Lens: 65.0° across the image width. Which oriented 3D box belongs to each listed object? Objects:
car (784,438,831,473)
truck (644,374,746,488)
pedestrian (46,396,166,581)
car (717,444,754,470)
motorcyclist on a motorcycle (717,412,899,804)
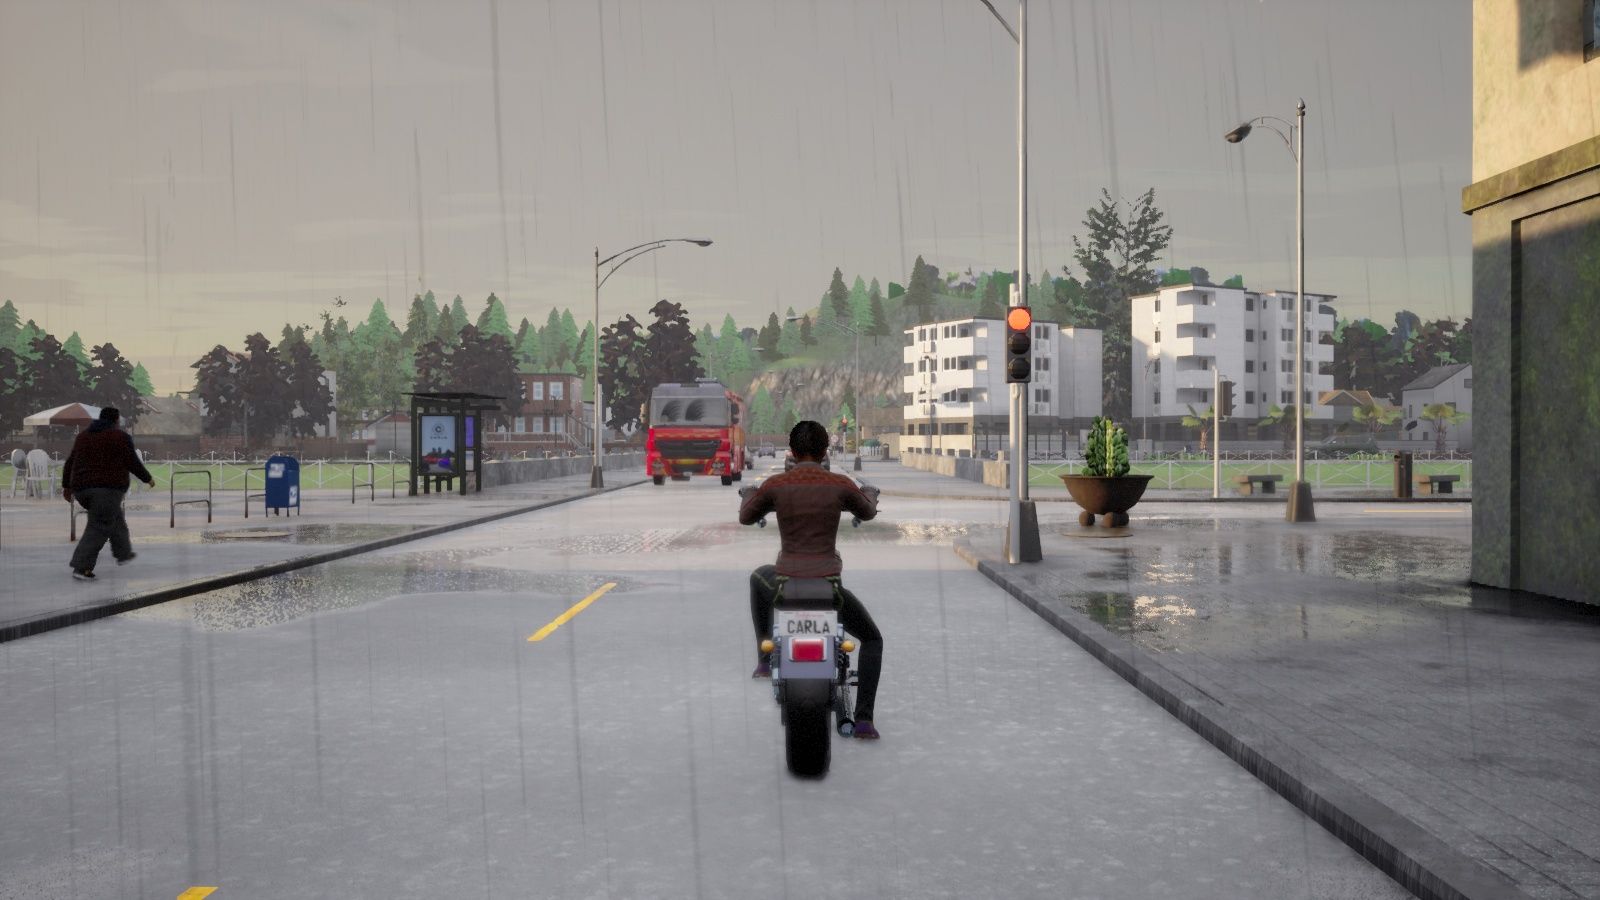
[{"bbox_3d":[0.351,0.243,61.720,2.242,1.667,4.611,0,0,0],"label":"car"},{"bbox_3d":[-3.718,-0.686,46.546,2.891,3.827,8.468,0,1,1],"label":"truck"},{"bbox_3d":[-7.189,0.377,13.043,0.634,1.844,0.899,0,0,18],"label":"pedestrian"},{"bbox_3d":[-3.603,0.370,70.773,1.812,1.442,4.674,0,0,0],"label":"car"},{"bbox_3d":[0.046,0.660,6.456,0.766,1.649,2.350,0,0,1],"label":"motorcyclist on a motorcycle"}]
